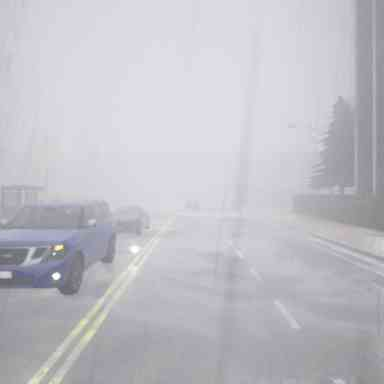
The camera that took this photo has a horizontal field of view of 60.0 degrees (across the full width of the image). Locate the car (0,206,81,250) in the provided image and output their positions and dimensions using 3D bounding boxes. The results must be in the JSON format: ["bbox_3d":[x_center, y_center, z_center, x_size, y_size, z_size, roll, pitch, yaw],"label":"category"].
[{"bbox_3d":[-7.091,1.529,15.537,2.128,1.511,4.902,0,0,0],"label":"car"}]

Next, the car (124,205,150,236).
[{"bbox_3d":[-3.585,1.524,19.137,1.882,1.535,5.008,0,0,0],"label":"car"}]

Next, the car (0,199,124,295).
[{"bbox_3d":[-3.601,1.244,9.142,2.150,2.045,5.566,0,0,0],"label":"car"}]

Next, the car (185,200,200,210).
[{"bbox_3d":[0.081,1.661,44.889,1.895,1.301,4.718,0,0,0],"label":"car"}]
